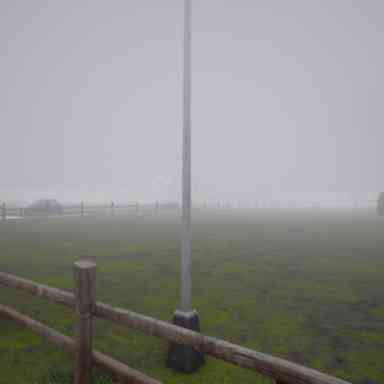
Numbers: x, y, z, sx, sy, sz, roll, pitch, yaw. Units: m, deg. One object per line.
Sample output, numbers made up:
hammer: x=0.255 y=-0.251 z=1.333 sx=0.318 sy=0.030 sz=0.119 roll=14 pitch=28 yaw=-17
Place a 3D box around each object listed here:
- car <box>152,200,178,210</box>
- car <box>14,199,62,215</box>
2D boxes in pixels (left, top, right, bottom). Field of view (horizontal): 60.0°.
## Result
car: x=-4.166 y=2.000 z=51.827 sx=2.128 sy=1.511 sz=4.902 roll=0 pitch=-1 yaw=36
car: x=-16.120 y=1.489 z=34.984 sx=2.097 sy=1.767 sz=4.553 roll=0 pitch=-1 yaw=35
